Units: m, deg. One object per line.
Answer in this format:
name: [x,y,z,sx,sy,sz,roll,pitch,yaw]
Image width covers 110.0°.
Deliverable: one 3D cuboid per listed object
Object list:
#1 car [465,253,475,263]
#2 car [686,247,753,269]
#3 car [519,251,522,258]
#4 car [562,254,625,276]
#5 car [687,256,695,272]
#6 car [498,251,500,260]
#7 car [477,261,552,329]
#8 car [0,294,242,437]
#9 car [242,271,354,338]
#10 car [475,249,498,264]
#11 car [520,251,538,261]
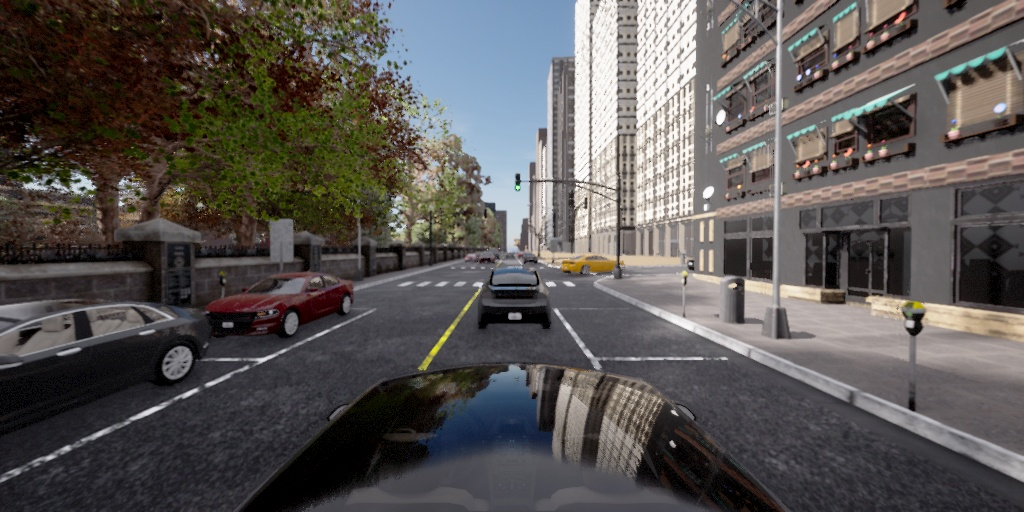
car: [-5.986,0.269,53.181,1.802,1.307,4.207,0,0,0]
car: [17.802,0.168,30.894,4.553,1.767,2.097,-1,1,-1]
car: [2.395,0.252,53.230,1.948,1.339,4.313,0,0,0]
car: [6.175,0.607,27.091,5.008,1.535,1.882,-2,-1,-24]
car: [14.552,0.535,25.084,4.313,1.339,1.948,0,0,-1]
car: [-3.381,-0.324,64.768,2.150,2.045,5.566,0,1,0]
car: [0.051,1.069,10.493,1.837,1.490,4.892,0,1,0]
car: [-5.781,1.250,4.102,2.007,1.370,4.403,0,0,0]
car: [-5.864,1.128,9.640,1.888,1.381,4.507,0,0,0]
car: [-3.349,0.133,48.529,2.097,1.767,4.553,0,1,0]
car: [2.427,0.366,47.598,1.948,1.339,4.313,0,0,0]
